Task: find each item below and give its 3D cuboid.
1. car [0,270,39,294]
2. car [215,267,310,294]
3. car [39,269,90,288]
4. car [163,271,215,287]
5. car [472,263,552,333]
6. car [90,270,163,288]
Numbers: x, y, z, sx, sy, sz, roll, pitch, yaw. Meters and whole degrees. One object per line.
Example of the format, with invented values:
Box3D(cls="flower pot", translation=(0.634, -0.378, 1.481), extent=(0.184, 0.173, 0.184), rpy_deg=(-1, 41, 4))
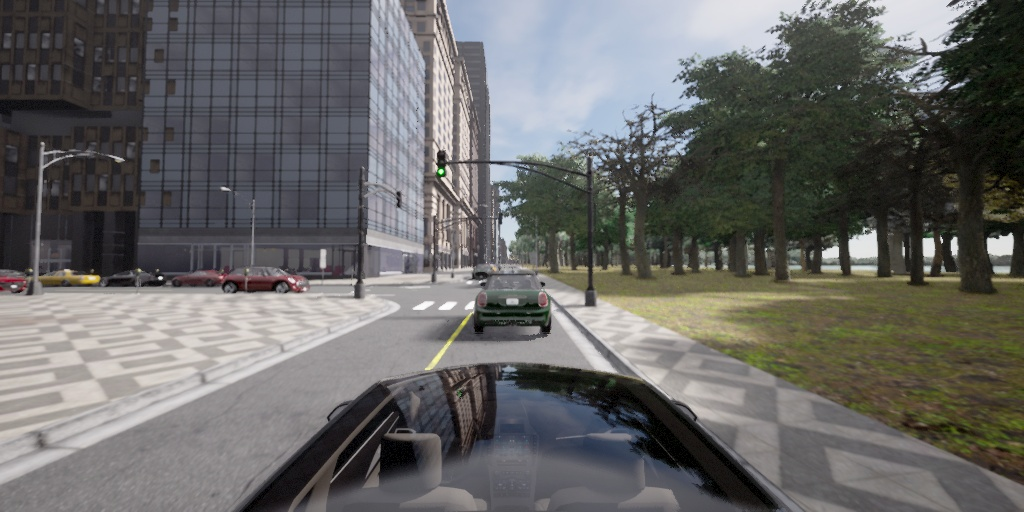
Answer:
Box3D(cls="car", translation=(-29.999, 1.451, 19.957), extent=(4.507, 1.381, 1.888), rpy_deg=(0, 0, 0))
Box3D(cls="car", translation=(-13.568, 1.336, 20.004), extent=(4.097, 1.591, 1.967), rpy_deg=(0, 0, -1))
Box3D(cls="car", translation=(-35.676, 1.760, 28.459), extent=(4.829, 1.417, 1.751), rpy_deg=(0, 0, 0))
Box3D(cls="car", translation=(-24.532, 1.810, 28.491), extent=(4.207, 1.307, 1.802), rpy_deg=(0, 0, 0))
Box3D(cls="car", translation=(0.031, 1.225, 11.363), extent=(2.097, 1.767, 4.553), rpy_deg=(0, -1, 0))
Box3D(cls="car", translation=(-30.018, 1.797, 28.476), extent=(4.313, 1.339, 1.948), rpy_deg=(0, 0, 0))
